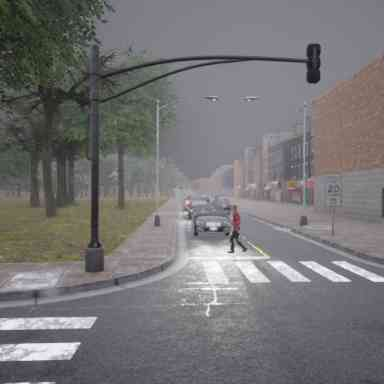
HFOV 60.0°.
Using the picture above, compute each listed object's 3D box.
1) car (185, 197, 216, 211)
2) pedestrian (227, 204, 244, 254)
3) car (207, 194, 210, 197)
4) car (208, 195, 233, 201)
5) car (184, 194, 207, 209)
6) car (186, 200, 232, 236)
[{"bbox_3d":[0.580,1.383,27.289,1.812,1.442,4.674,0,0,-2],"label":"car"},{"bbox_3d":[1.552,1.299,12.005,0.375,1.860,0.375,1,0,-2],"label":"pedestrian"},{"bbox_3d":[2.220,1.225,62.091,1.812,1.442,4.674,0,0,-2],"label":"car"},{"bbox_3d":[3.186,1.367,36.382,1.994,1.385,4.181,0,0,-2],"label":"car"},{"bbox_3d":[0.220,1.136,37.136,2.097,1.767,4.553,0,0,-2],"label":"car"},{"bbox_3d":[0.923,1.433,18.130,2.128,1.511,4.902,0,1,-2],"label":"car"}]
